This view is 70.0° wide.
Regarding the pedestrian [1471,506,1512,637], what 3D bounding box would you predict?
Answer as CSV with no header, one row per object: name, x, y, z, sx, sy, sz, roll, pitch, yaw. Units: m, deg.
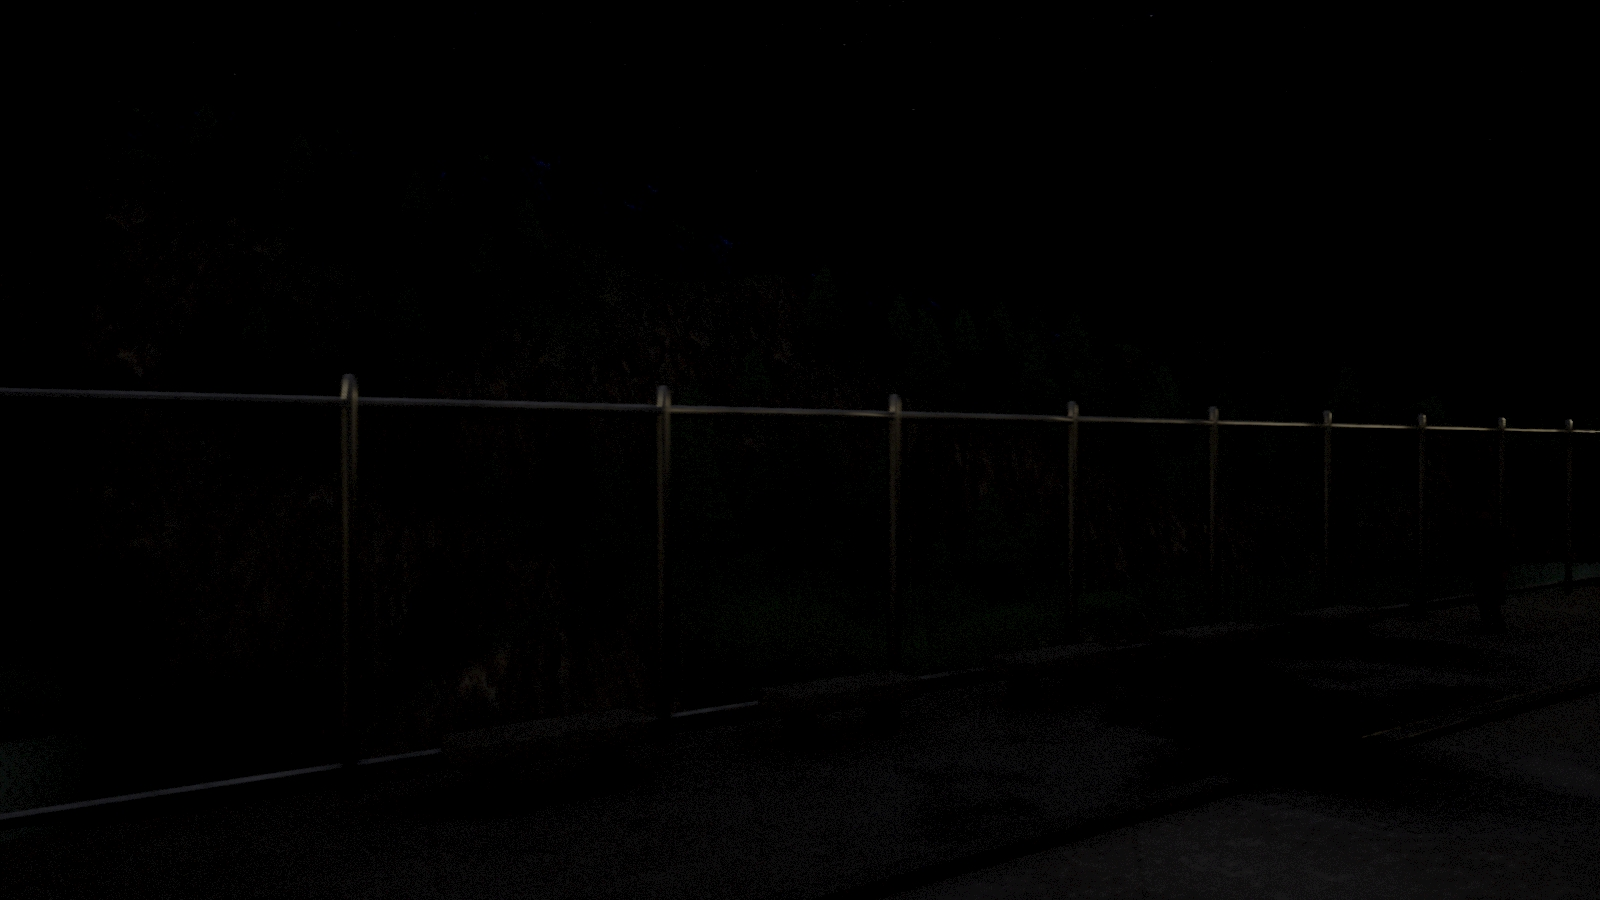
pedestrian,10.111,1.758,16.714,0.375,1.860,0.375,0,0,-30
